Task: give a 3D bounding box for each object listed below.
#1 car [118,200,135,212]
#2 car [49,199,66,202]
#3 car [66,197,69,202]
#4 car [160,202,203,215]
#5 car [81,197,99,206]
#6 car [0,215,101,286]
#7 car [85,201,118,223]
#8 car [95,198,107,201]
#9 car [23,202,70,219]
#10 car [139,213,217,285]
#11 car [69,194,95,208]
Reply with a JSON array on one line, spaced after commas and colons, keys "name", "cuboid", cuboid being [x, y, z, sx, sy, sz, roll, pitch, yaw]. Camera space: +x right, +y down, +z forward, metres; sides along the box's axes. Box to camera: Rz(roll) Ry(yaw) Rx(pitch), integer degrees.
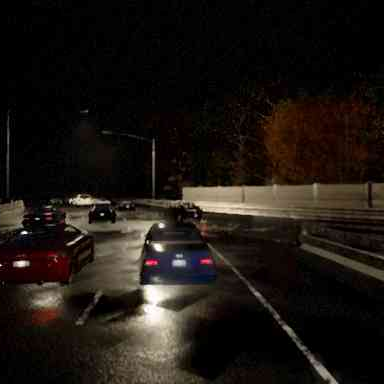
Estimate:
[{"name": "car", "cuboid": [-8.411, 1.700, 41.379, 1.994, 1.385, 4.181, 0, 0, -22]}, {"name": "car", "cuboid": [-21.746, 1.776, 52.814, 1.895, 1.301, 4.718, 0, 0, -30]}, {"name": "car", "cuboid": [-25.602, 1.613, 70.645, 1.812, 1.442, 4.674, 0, 0, -41]}, {"name": "car", "cuboid": [-0.957, 1.577, 26.719, 2.128, 1.511, 4.902, 0, 0, -31]}, {"name": "car", "cuboid": [-18.629, 1.679, 60.855, 1.882, 1.535, 5.008, 0, 0, -33]}, {"name": "car", "cuboid": [-4.048, 1.596, 9.494, 1.994, 1.385, 4.181, 0, 0, -6]}, {"name": "car", "cuboid": [-7.123, 1.651, 26.471, 1.994, 1.385, 4.181, 0, 0, -14]}, {"name": "car", "cuboid": [-15.111, 1.783, 55.026, 1.895, 1.301, 4.718, 0, 0, -30]}, {"name": "car", "cuboid": [-9.480, 1.619, 21.670, 2.033, 1.411, 5.357, 0, 0, -12]}, {"name": "car", "cuboid": [-0.530, 1.579, 9.620, 2.033, 1.411, 5.357, 0, 0, -6]}, {"name": "car", "cuboid": [-17.237, 1.394, 51.967, 2.150, 2.045, 5.566, 0, 0, -28]}]
